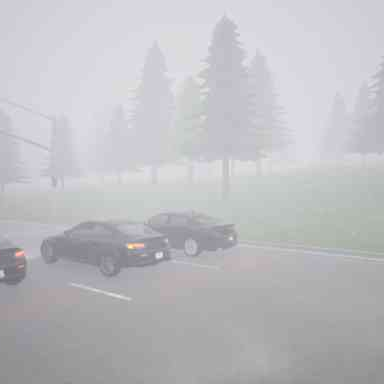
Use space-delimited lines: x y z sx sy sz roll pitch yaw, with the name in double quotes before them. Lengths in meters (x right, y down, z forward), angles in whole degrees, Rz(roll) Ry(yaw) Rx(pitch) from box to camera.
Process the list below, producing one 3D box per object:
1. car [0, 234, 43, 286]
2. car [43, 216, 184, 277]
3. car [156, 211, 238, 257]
"car" -5.844 1.522 8.137 4.674 1.442 1.812 0 0 36
"car" -2.739 1.523 10.210 4.674 1.442 1.812 0 0 36
"car" -0.654 1.475 13.022 5.008 1.535 1.882 0 0 36
